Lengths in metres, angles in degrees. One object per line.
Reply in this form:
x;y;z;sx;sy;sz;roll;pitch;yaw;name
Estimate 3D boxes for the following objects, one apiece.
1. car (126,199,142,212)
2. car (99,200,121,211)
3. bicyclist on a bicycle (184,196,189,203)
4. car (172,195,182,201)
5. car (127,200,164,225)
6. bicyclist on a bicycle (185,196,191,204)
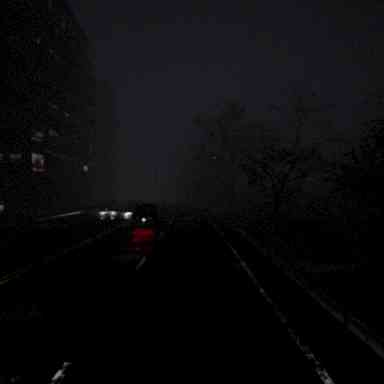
-7.008;1.598;41.509;1.882;1.535;5.008;0;0;-2;car
-10.284;1.672;42.361;2.033;1.411;5.357;0;0;-2;car
-1.135;1.630;71.303;0.866;1.612;1.509;0;0;-4;bicyclist on a bicycle
-3.606;1.637;89.265;2.128;1.511;4.902;0;0;-6;car
-3.195;1.576;24.345;1.837;1.490;4.892;0;0;0;car
-0.470;1.542;61.789;0.659;1.776;1.843;0;0;-4;bicyclist on a bicycle
